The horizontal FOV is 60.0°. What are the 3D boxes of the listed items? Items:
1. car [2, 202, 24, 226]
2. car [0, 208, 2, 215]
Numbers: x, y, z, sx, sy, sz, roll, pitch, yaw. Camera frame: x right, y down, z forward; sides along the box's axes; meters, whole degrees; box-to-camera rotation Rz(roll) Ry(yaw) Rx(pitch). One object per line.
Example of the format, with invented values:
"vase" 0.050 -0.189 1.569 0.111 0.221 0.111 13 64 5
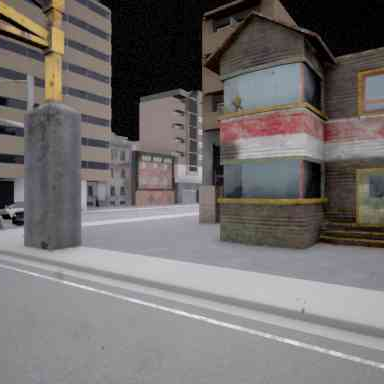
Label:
"car" -10.111 1.453 23.009 2.038 1.542 4.974 0 0 15
"car" -13.269 1.295 25.708 4.536 1.218 1.853 0 0 -30
